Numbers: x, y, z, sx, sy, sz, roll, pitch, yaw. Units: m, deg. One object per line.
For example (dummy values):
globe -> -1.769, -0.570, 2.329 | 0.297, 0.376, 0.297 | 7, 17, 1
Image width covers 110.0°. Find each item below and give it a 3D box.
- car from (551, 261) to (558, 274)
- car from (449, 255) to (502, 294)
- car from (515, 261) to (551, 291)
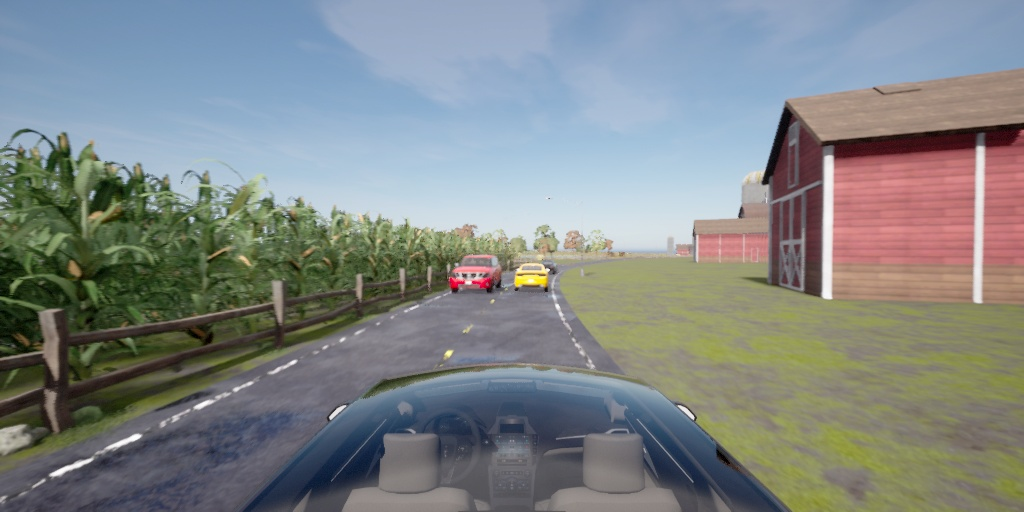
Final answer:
car -> 4.086, 1.237, 40.416 | 1.812, 1.442, 4.674 | 0, 0, 11
car -> -1.877, 0.946, 20.340 | 2.150, 2.045, 5.566 | 0, 0, 6
car -> 1.275, 1.214, 22.040 | 1.882, 1.535, 5.008 | 0, 0, 6
